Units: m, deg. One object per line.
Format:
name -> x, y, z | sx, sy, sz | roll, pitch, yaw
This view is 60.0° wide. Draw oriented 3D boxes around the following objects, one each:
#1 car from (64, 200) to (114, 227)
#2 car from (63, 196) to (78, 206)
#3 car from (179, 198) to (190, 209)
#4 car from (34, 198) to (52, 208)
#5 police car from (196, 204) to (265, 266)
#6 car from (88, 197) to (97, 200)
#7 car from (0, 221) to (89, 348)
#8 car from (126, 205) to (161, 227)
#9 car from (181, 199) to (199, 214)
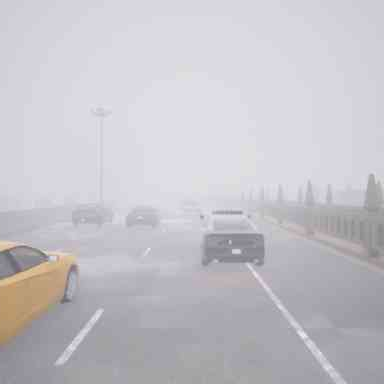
car -> -6.853, 1.562, 23.380 | 2.128, 1.511, 4.902 | 0, 0, 0
car -> -20.509, 1.523, 56.364 | 2.097, 1.767, 4.553 | 0, 0, -14
car -> -0.668, 1.644, 46.223 | 1.837, 1.490, 4.892 | 0, 0, -8
car -> -22.934, 1.648, 51.310 | 2.128, 1.511, 4.902 | 0, 0, -11
police car -> 1.248, 1.462, 11.863 | 1.930, 1.638, 5.238 | 0, 0, 0
car -> -17.175, 1.668, 57.466 | 2.128, 1.511, 4.902 | 0, 0, -14
car -> -3.391, 1.494, 5.232 | 1.882, 1.535, 5.008 | 0, 0, 0
car -> -3.349, 1.635, 23.486 | 1.994, 1.385, 4.181 | 0, 0, 0
car -> -0.008, 1.711, 36.292 | 1.895, 1.301, 4.718 | 0, 0, -1
